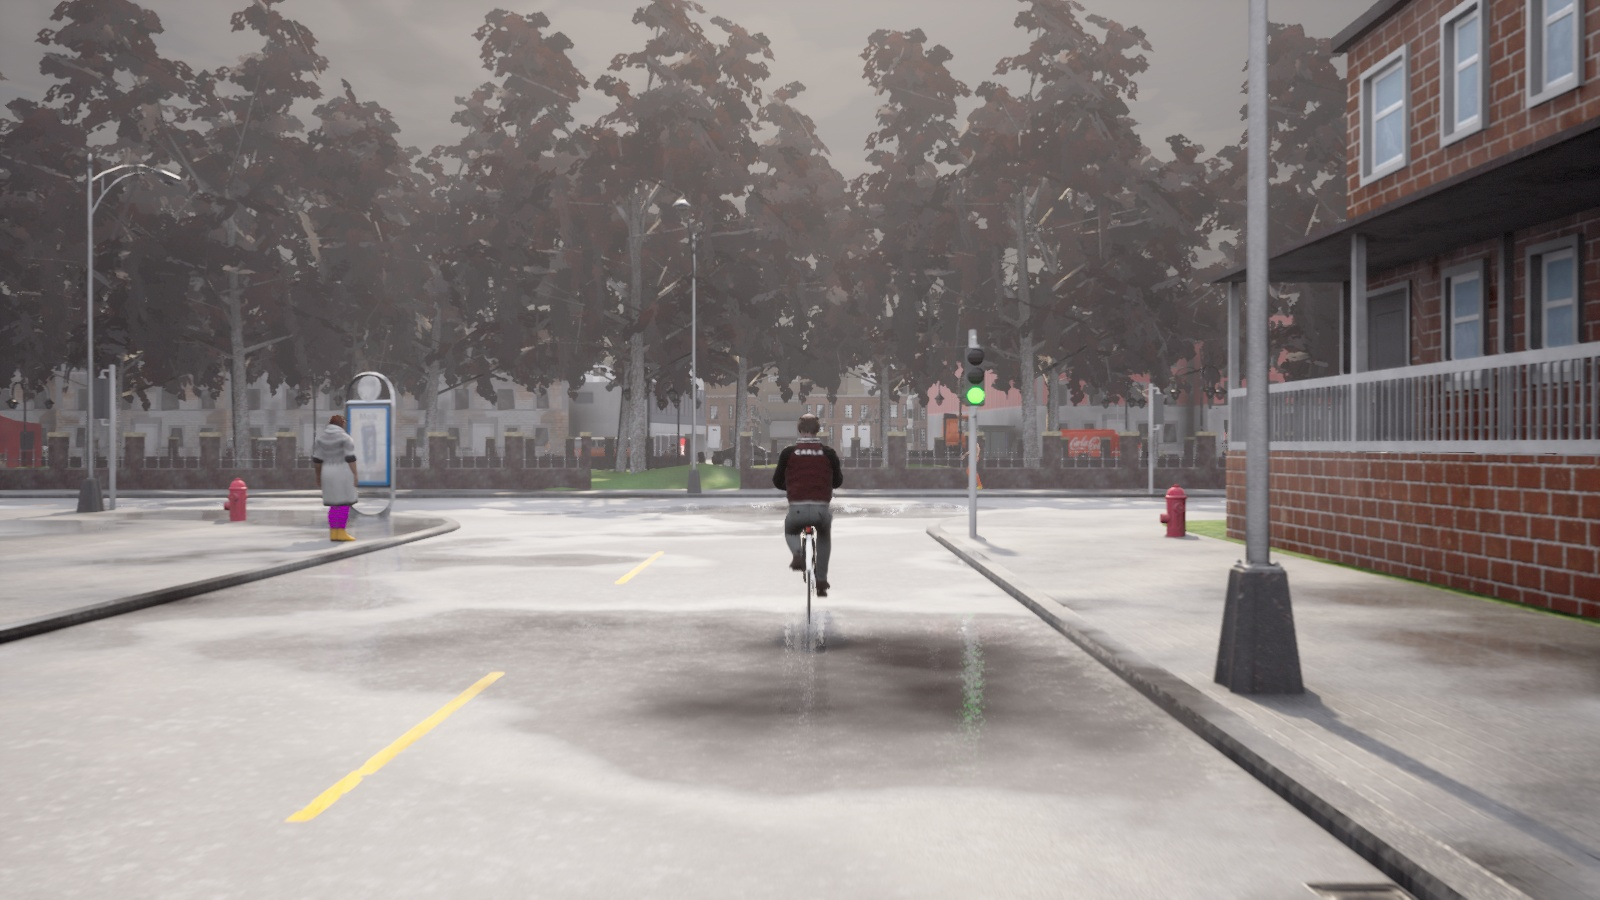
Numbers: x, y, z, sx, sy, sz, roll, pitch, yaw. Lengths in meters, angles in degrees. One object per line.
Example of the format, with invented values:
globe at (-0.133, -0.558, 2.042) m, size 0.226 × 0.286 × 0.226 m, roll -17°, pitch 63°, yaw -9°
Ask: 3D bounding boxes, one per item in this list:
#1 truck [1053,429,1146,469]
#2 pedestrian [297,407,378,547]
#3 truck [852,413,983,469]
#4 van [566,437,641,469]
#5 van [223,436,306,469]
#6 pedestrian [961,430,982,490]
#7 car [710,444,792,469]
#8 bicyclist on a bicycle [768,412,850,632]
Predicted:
truck at (18.654, -0.046, 78.444) m, size 5.204 × 2.467 × 2.627 m, roll 0°, pitch 0°, yaw 0°
pedestrian at (-6.643, 0.377, 18.072) m, size 0.659 × 1.952 × 0.873 m, roll 0°, pitch 0°, yaw 28°
truck at (7.244, -0.551, 78.497) m, size 7.936 × 3.462 × 2.891 m, roll 0°, pitch 0°, yaw 0°
van at (-12.258, 0.167, 78.593) m, size 4.442 × 1.987 × 1.775 m, roll 0°, pitch 0°, yaw 0°
van at (-33.497, 0.150, 78.669) m, size 4.442 × 1.987 × 1.775 m, roll 0°, pitch 0°, yaw 0°
pedestrian at (5.276, 0.303, 38.573) m, size 0.594 × 1.836 × 0.345 m, roll 0°, pitch 0°, yaw 0°
car at (-3.027, 0.400, 78.551) m, size 5.008 × 1.535 × 1.882 m, roll 0°, pitch 0°, yaw 0°
bicyclist on a bicycle at (0.077, 0.572, 11.057) m, size 0.659 × 1.776 × 1.843 m, roll 0°, pitch 0°, yaw 0°
